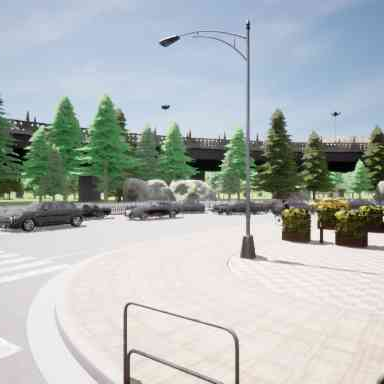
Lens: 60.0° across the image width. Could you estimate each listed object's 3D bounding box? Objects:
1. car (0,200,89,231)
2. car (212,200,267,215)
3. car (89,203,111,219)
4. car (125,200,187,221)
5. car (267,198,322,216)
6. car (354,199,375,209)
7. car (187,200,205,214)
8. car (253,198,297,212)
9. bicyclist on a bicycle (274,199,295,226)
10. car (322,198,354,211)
[{"bbox_3d":[-8.955,1.297,20.064,2.097,1.767,4.553,0,0,37],"label":"car"},{"bbox_3d":[4.670,1.492,33.057,5.357,1.411,2.033,0,0,-26],"label":"car"},{"bbox_3d":[-8.796,1.545,25.948,1.895,1.301,4.718,0,0,40],"label":"car"},{"bbox_3d":[-3.158,1.436,27.134,4.902,1.511,2.128,0,0,-44],"label":"car"},{"bbox_3d":[9.697,1.508,31.387,4.181,1.385,1.994,0,0,-22],"label":"car"},{"bbox_3d":[19.771,1.509,40.166,4.181,1.385,1.994,0,0,0],"label":"car"},{"bbox_3d":[-0.727,1.507,33.668,4.181,1.385,1.994,0,0,-34],"label":"car"},{"bbox_3d":[9.656,1.470,38.694,4.674,1.442,1.812,0,0,-15],"label":"car"},{"bbox_3d":[5.566,1.245,19.586,0.582,1.620,1.656,0,0,-44],"label":"bicyclist on a bicycle"},{"bbox_3d":[14.542,1.422,36.285,5.008,1.535,1.882,0,0,-7],"label":"car"}]
